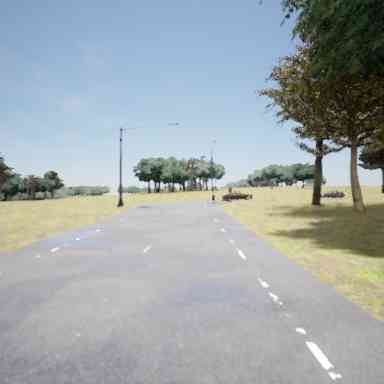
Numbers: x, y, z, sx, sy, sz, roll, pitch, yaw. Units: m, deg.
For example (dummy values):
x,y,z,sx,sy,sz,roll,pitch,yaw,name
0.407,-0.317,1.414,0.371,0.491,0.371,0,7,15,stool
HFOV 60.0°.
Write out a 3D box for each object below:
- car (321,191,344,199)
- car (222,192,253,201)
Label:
x,y,z,sx,sy,sz,roll,pitch,yaw,name
25.303,0.536,61.039,4.902,1.511,2.128,-2,-2,-1,car
7.342,0.697,53.692,5.008,1.535,1.882,-3,-1,-1,car
